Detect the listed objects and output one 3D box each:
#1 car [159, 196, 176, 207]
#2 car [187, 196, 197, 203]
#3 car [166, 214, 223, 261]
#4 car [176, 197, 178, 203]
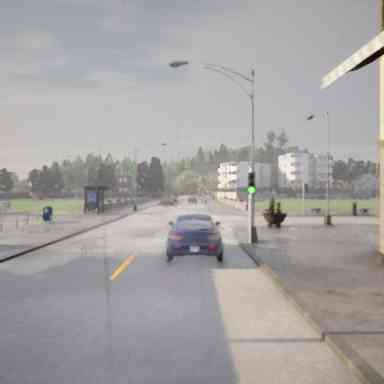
[{"bbox_3d":[-4.030,1.354,52.456,2.097,1.767,4.553,0,0,0],"label":"car"},{"bbox_3d":[0.051,1.553,67.175,2.033,1.411,5.357,0,0,0],"label":"car"},{"bbox_3d":[0.092,1.526,12.179,1.812,1.442,4.674,0,0,0],"label":"car"},{"bbox_3d":[-3.950,1.599,68.030,1.895,1.301,4.718,0,0,0],"label":"car"}]
